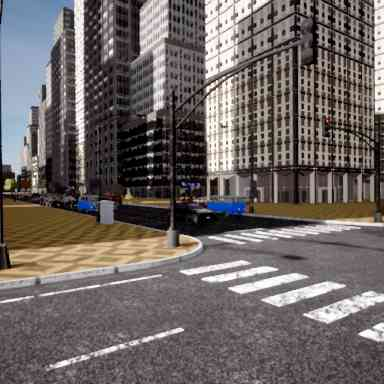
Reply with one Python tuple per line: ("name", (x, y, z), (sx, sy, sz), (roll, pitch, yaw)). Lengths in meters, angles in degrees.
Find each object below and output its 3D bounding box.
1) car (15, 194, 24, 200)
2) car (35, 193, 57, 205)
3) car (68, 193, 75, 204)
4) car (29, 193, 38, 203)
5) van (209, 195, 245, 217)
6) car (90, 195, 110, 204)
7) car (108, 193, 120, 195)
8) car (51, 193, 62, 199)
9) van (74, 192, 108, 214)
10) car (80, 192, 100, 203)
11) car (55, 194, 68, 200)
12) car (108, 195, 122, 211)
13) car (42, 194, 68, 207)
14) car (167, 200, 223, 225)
("car", (-41.395, 1.190, 79.748), (1.802, 1.307, 4.206), (0, 0, -34))
("car", (-22.761, 1.321, 52.226), (2.008, 1.369, 4.403), (0, 0, -34))
("car", (-19.469, 1.358, 52.155), (2.033, 1.411, 5.357), (-1, 1, -34))
("car", (-28.973, 1.298, 61.400), (1.802, 1.307, 4.206), (0, 0, -34))
("van", (2.903, 1.201, 29.470), (1.690, 1.788, 3.998), (0, 0, -34))
("car", (-15.822, 1.248, 56.925), (1.887, 1.381, 4.507), (0, 0, -34))
("car", (-12.717, 1.045, 52.336), (2.192, 1.841, 5.009), (0, 0, -34))
("car", (-34.552, 1.065, 84.586), (1.752, 1.417, 4.829), (0, 0, -34))
("van", (-10.339, 1.217, 33.878), (1.690, 1.788, 3.998), (0, 0, -34))
("car", (-18.929, 0.991, 61.511), (2.192, 1.841, 5.009), (0, 0, -34))
("car", (-31.351, 1.119, 79.859), (2.008, 1.369, 4.403), (0, 0, -34))
("car", (-9.551, 1.370, 37.335), (1.812, 1.442, 4.674), (-1, 1, -34))
("car", (-19.656, 1.363, 47.640), (1.947, 1.339, 4.313), (0, 0, -34))
("car", (-0.069, 1.487, 23.322), (1.994, 1.385, 4.181), (-1, 1, -34))
